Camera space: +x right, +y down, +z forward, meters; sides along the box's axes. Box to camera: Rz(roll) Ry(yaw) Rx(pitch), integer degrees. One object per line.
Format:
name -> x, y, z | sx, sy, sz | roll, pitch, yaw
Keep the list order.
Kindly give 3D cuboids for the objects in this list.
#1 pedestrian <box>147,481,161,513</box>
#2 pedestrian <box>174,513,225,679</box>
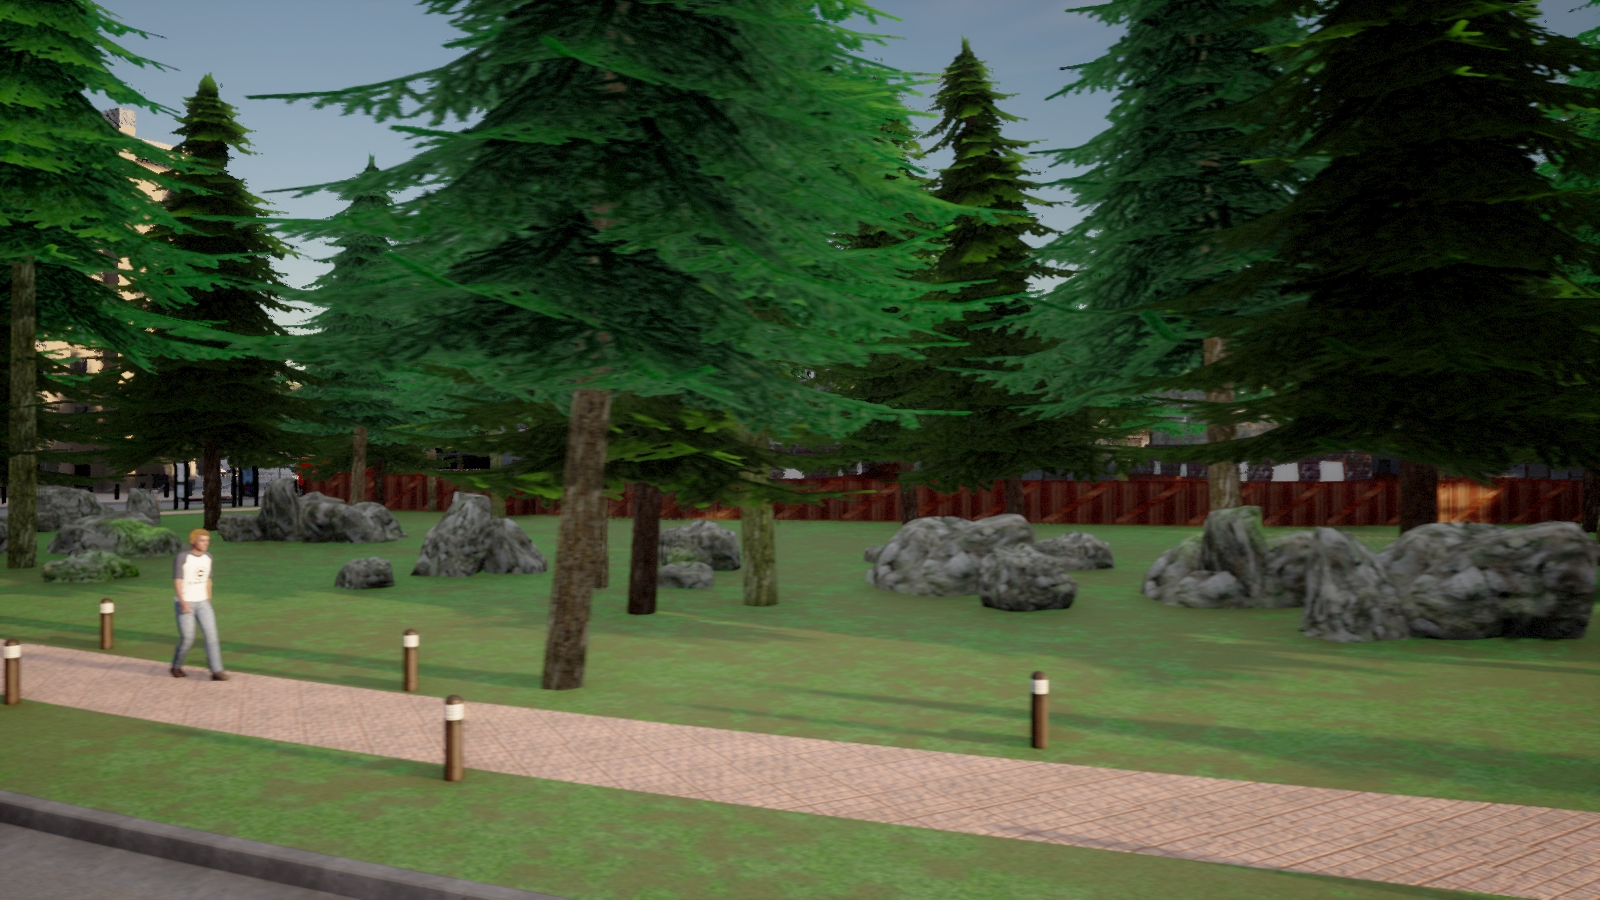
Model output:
pedestrian -> -27.026, 1.964, 47.813 | 0.375, 1.300, 0.375 | 0, 0, 26
pedestrian -> -6.932, 1.666, 13.194 | 0.375, 1.860, 0.375 | 0, 0, 29
